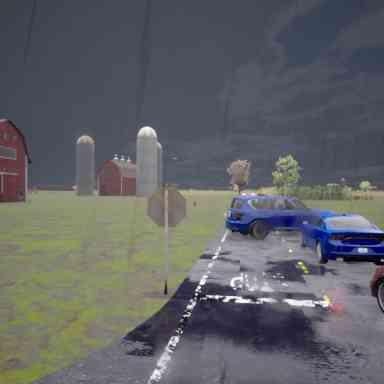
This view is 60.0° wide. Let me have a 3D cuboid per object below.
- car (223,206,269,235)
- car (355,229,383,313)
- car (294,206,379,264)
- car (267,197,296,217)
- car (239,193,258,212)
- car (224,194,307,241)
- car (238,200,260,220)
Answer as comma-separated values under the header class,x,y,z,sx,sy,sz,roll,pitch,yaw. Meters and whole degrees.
class,x,y,z,sx,sy,sz,roll,pitch,yaw
car,3.042,1.605,19.790,1.895,1.301,4.718,0,0,-1
car,4.618,1.528,4.575,1.812,1.442,4.674,0,0,-9
car,5.114,1.480,11.752,1.882,1.535,5.008,0,0,8
car,8.436,1.349,31.781,2.097,1.767,4.553,0,0,8
car,6.848,1.214,40.293,2.150,2.045,5.566,0,0,10
car,4.447,1.219,16.524,5.566,2.045,2.150,0,0,-9
car,5.083,1.503,29.736,1.837,1.490,4.892,0,0,9
